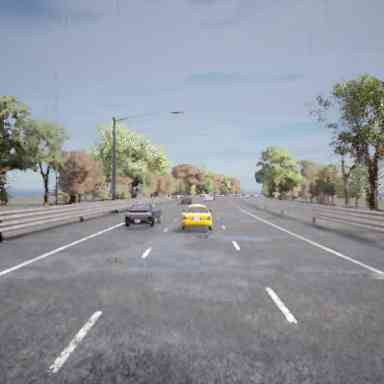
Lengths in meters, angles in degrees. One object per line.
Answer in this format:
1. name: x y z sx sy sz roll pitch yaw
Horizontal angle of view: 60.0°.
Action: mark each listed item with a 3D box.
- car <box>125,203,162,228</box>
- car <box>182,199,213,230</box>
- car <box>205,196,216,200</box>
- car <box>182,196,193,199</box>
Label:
1. car: -3.131 1.493 22.075 2.128 1.511 4.902 0 0 2
2. car: 0.315 1.464 21.177 1.801 1.575 5.366 0 0 1
3. car: 4.264 1.708 82.001 1.895 1.301 4.718 0 0 6
4. car: -0.869 1.548 63.780 2.128 1.511 4.902 0 0 5
